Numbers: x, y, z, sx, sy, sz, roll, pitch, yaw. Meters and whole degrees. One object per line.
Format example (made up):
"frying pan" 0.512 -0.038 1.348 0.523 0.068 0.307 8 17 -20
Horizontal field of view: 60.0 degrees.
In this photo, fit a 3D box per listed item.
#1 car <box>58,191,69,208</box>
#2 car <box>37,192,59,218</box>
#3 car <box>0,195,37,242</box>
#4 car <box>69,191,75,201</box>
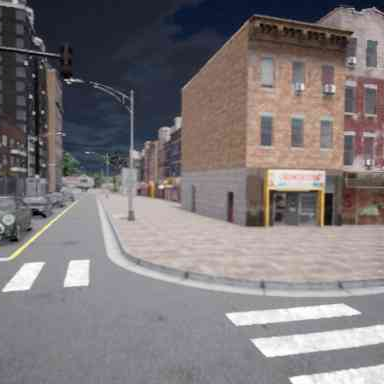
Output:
"car" -13.753 0.755 33.384 1.837 1.490 4.892 0 1 -16
"car" -10.722 0.975 22.967 2.033 1.411 5.357 0 1 -16
"car" -7.930 0.968 13.583 2.097 1.767 4.553 0 1 -17
"car" -17.857 0.578 47.686 1.837 1.490 4.892 0 0 -16
